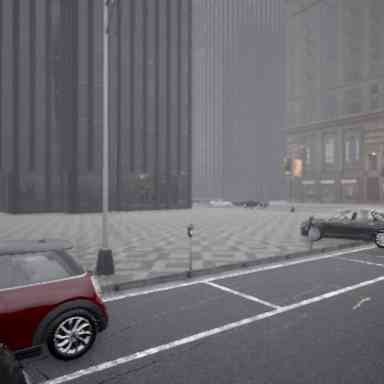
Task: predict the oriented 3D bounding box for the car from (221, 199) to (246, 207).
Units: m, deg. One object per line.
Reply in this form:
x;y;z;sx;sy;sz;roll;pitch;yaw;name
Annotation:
7.683;2.029;61.800;1.895;1.301;4.718;0;-1;-35;car

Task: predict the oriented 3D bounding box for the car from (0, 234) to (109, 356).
-3.300;1.440;4.291;4.097;1.590;1.967;0;0;-36;car

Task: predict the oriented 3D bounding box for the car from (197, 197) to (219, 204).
3.473;1.921;73.288;2.033;1.411;5.357;0;-1;-35;car

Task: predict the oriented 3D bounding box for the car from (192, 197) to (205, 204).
0.823;1.877;71.409;1.837;1.490;4.892;0;-1;-35;car

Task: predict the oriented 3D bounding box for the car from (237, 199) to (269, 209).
9.994;1.805;52.711;1.882;1.535;5.008;0;-1;-35;car

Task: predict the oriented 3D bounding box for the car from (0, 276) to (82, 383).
-2.867;1.566;1.332;4.181;1.385;1.994;0;0;-36;car

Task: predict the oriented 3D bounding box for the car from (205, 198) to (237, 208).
4.652;1.900;54.645;1.812;1.442;4.674;0;-1;-35;car

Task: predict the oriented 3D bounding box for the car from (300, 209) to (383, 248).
6.601;1.363;13.491;2.008;1.369;4.403;-1;0;-45;car

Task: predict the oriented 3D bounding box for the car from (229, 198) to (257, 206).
9.802;1.990;64.391;2.033;1.411;5.357;0;-1;-35;car
